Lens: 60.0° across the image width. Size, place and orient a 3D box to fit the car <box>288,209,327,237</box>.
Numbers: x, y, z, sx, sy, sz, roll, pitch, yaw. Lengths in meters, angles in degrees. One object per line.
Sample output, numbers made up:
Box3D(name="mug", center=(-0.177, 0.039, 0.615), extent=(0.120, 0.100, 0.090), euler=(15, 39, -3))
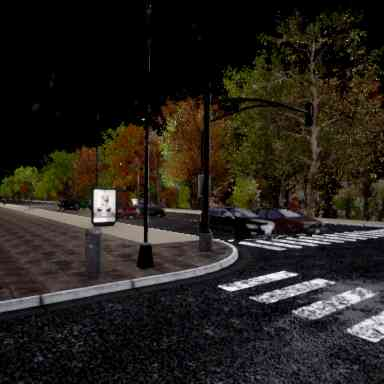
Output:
Box3D(name="car", center=(4.899, 1.645, 19.140), extent=(2.033, 1.411, 5.357), euler=(1, -1, -35))

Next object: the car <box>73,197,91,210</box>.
Box3D(name="car", center=(-16.868, 1.715, 50.764), extent=(2.150, 2.045, 5.566), euler=(1, -1, -35))

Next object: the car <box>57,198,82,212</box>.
Box3D(name="car", center=(-16.777, 1.905, 44.834), extent=(1.837, 1.490, 4.892), euler=(1, -2, -34))

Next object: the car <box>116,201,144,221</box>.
Box3D(name="car", center=(-6.346, 1.560, 29.683), extent=(2.097, 1.767, 4.553), euler=(1, -1, -35))

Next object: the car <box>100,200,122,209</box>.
Box3D(name="car", center=(-14.255, 2.122, 58.589), extent=(2.128, 1.511, 4.902), euler=(1, -1, -35))

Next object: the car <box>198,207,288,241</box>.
Box3D(name="car", center=(2.151, 1.541, 16.957), extent=(2.128, 1.511, 4.902), euler=(1, -1, -31))

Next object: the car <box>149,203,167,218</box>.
Box3D(name="car", center=(-4.508, 1.815, 32.731), extent=(2.033, 1.411, 5.357), euler=(1, -1, -35))
